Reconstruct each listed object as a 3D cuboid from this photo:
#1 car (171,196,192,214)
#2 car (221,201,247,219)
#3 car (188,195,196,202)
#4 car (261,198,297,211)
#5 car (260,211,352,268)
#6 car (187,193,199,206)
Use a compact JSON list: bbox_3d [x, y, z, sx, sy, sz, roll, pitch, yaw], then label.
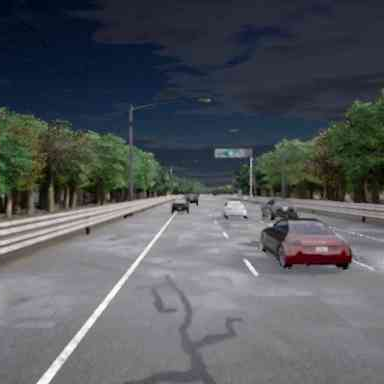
[{"bbox_3d":[-1.227,1.465,35.821,1.882,1.535,5.008,0,0,0],"label":"car"},{"bbox_3d":[3.599,1.511,28.878,1.812,1.442,4.674,0,0,0],"label":"car"},{"bbox_3d":[-0.004,1.363,72.785,1.882,1.535,5.008,0,0,0],"label":"car"},{"bbox_3d":[7.099,1.337,27.494,2.097,1.767,4.553,0,0,0],"label":"car"},{"bbox_3d":[3.599,1.554,11.226,1.994,1.385,4.181,0,0,0],"label":"car"},{"bbox_3d":[-0.003,1.223,54.874,2.150,2.045,5.566,0,0,0],"label":"car"}]
